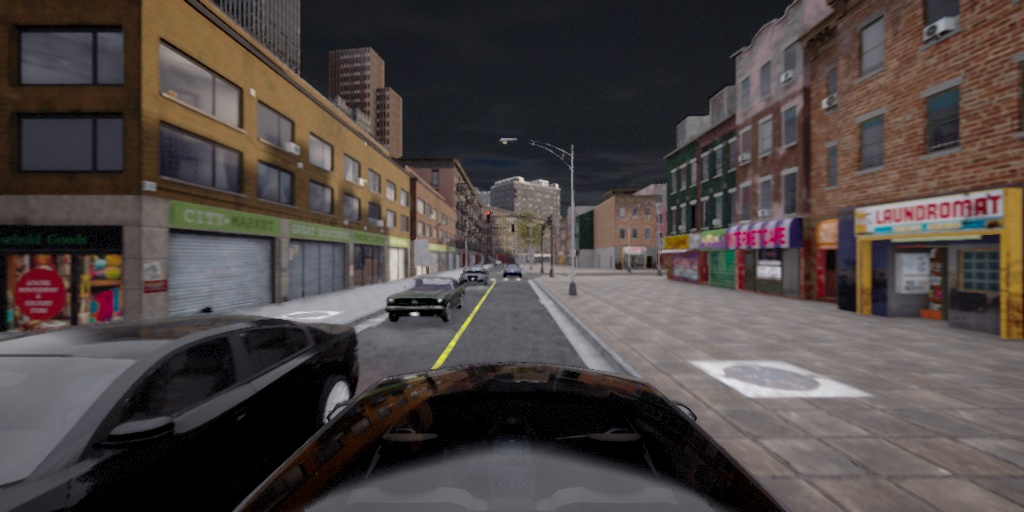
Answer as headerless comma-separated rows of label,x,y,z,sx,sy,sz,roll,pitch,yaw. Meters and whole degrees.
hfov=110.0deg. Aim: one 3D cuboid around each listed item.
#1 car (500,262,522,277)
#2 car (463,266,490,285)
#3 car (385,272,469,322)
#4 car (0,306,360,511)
car,0.059,1.518,39.406,1.994,1.385,4.181,0,0,0
car,-2.793,1.457,27.696,1.994,1.385,4.181,0,0,0
car,-2.850,1.412,12.730,1.895,1.301,4.718,0,0,0
car,-2.849,1.235,2.511,1.882,1.535,5.008,0,0,0
